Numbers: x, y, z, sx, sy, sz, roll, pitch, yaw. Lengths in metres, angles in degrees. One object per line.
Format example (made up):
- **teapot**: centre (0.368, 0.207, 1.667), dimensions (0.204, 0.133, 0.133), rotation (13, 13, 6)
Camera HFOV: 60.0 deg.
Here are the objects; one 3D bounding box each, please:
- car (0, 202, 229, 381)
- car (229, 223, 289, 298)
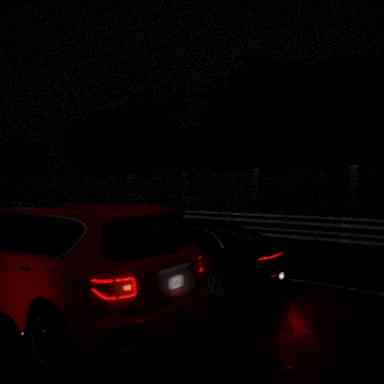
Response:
- **car**: centre (-2.379, 1.197, 5.678), dimensions (5.566, 2.045, 2.150), rotation (0, 0, 35)
- **car**: centre (-0.092, 1.482, 8.346), dimensions (4.892, 1.490, 1.837), rotation (0, 0, 35)
